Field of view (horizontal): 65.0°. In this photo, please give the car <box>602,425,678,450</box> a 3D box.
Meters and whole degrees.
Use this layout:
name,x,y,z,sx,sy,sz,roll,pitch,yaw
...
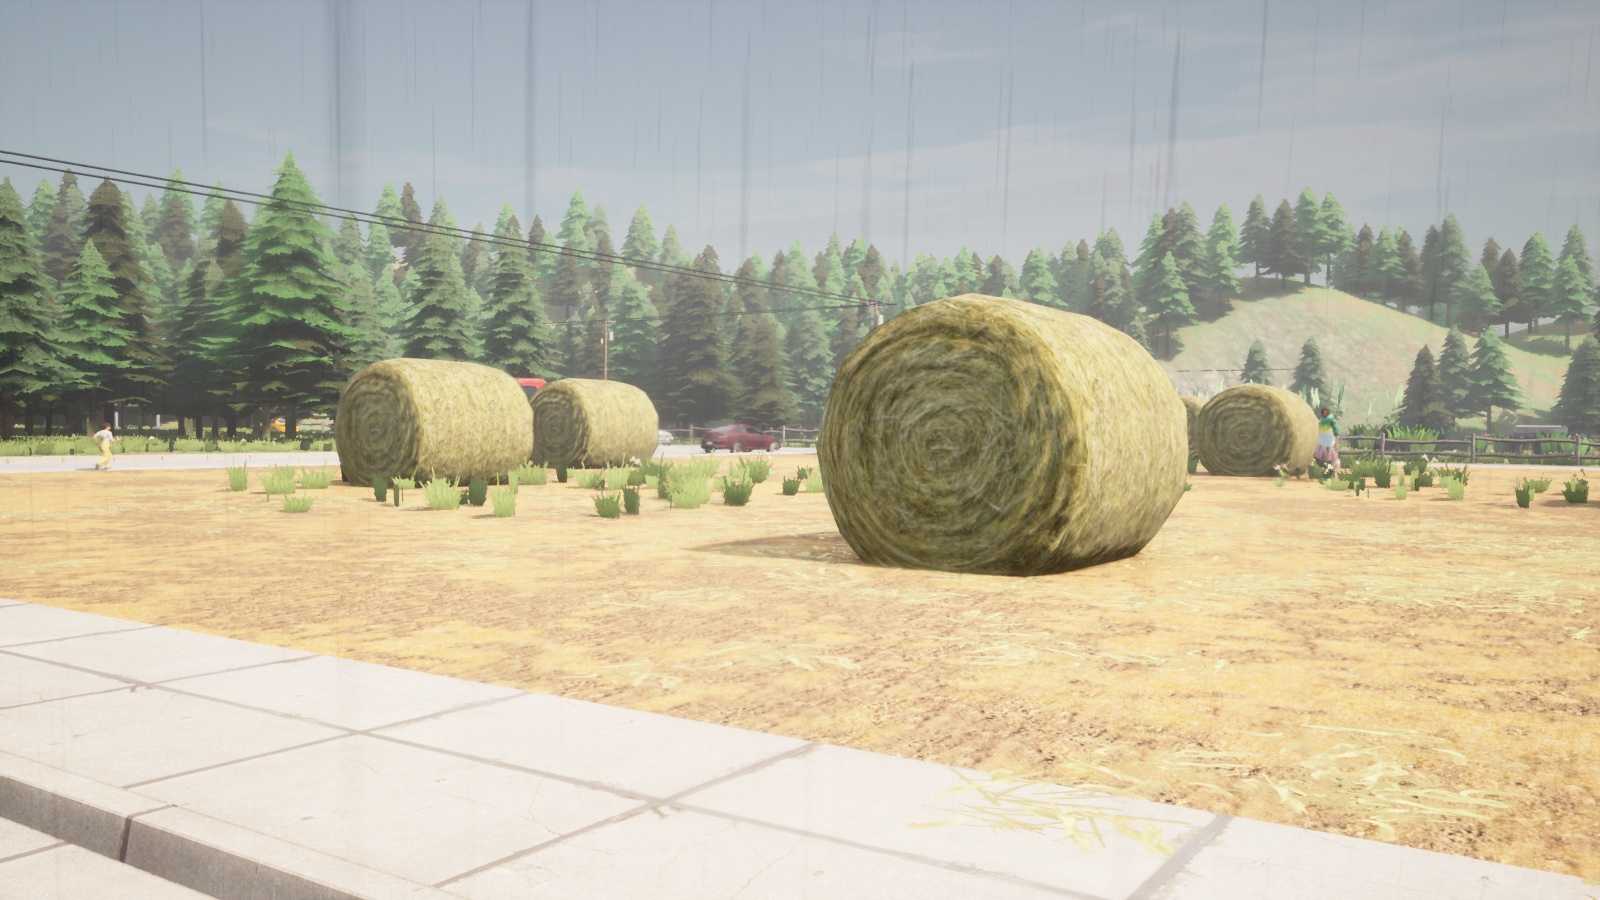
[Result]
name,x,y,z,sx,sy,sz,roll,pitch,yaw
car,-9.856,-0.765,77.078,4.674,1.442,1.812,0,2,38

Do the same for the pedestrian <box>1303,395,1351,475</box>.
name,x,y,z,sx,sy,sz,roll,pitch,yaw
pedestrian,12.990,-0.370,30.947,0.873,1.952,0.659,-1,1,-6

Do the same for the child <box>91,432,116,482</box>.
name,x,y,z,sx,sy,sz,roll,pitch,yaw
child,-17.561,0.176,31.668,0.270,1.263,0.437,0,1,27

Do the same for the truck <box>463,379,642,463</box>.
name,x,y,z,sx,sy,sz,roll,pitch,yaw
truck,-10.917,-1.296,56.244,2.891,3.462,7.936,0,1,37

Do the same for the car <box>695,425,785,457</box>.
name,x,y,z,sx,sy,sz,roll,pitch,yaw
car,-2.892,-0.468,61.539,1.812,1.442,4.674,0,1,37
